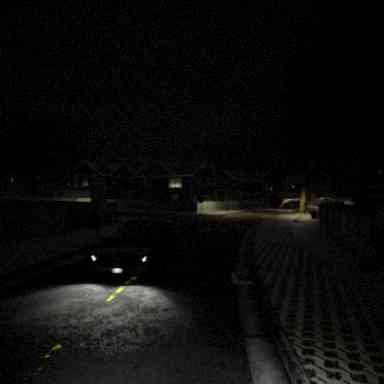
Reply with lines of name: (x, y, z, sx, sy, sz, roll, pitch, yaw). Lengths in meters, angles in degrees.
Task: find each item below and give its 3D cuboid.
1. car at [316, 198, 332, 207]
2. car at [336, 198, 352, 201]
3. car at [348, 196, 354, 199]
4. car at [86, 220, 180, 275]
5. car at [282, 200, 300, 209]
car: (27.157, 2.109, 68.156, 2.097, 1.767, 4.553, -1, -1, 41)
car: (30.168, 2.336, 67.438, 1.895, 1.301, 4.718, -1, -1, 41)
car: (36.688, 2.017, 75.021, 2.150, 2.045, 5.566, -1, -1, 41)
car: (-1.617, 1.664, 11.171, 2.033, 1.411, 5.357, 0, -1, 7)
car: (16.928, 2.120, 56.132, 1.882, 1.535, 5.008, -1, -1, 39)
